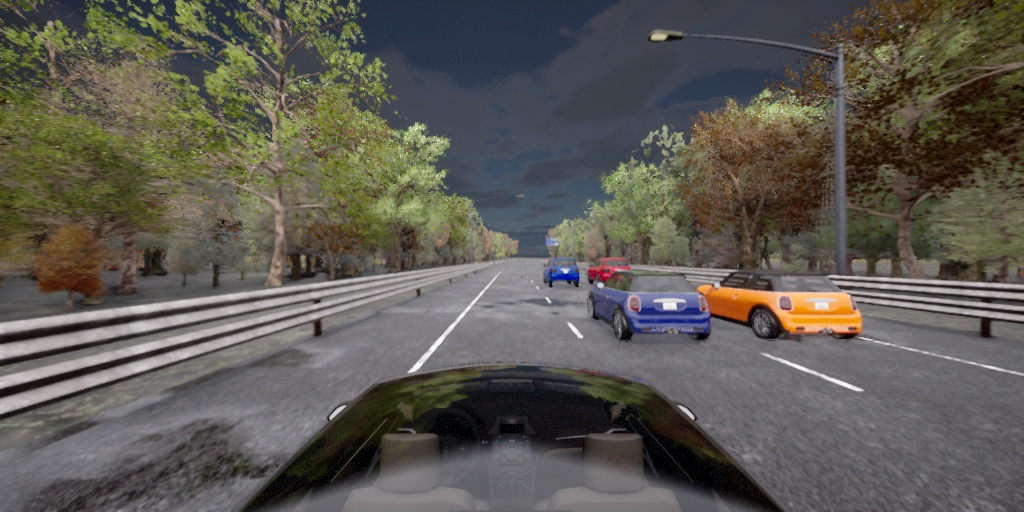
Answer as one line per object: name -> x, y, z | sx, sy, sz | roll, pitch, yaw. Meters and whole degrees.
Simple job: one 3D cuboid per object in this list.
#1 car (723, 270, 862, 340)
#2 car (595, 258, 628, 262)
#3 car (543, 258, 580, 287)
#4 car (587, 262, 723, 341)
car -> 7.096, 1.173, 10.340 | 2.097, 1.767, 4.553 | 0, 0, 0
car -> 7.102, 1.174, 26.597 | 2.150, 2.045, 5.566 | 0, 0, 0
car -> 3.603, 1.175, 26.730 | 2.150, 2.045, 5.566 | 0, 0, 0
car -> 3.596, 1.173, 10.281 | 2.097, 1.767, 4.553 | 0, 0, 0
